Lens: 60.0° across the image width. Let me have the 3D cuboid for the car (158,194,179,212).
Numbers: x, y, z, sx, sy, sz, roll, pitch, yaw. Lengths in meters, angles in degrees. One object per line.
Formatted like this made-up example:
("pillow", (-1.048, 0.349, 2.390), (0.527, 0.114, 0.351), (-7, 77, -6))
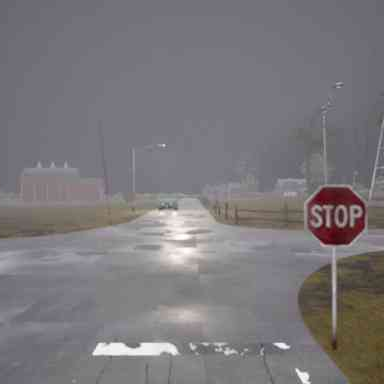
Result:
("car", (-2.778, 1.253, 39.860), (2.150, 2.045, 5.566), (0, 0, 0))
